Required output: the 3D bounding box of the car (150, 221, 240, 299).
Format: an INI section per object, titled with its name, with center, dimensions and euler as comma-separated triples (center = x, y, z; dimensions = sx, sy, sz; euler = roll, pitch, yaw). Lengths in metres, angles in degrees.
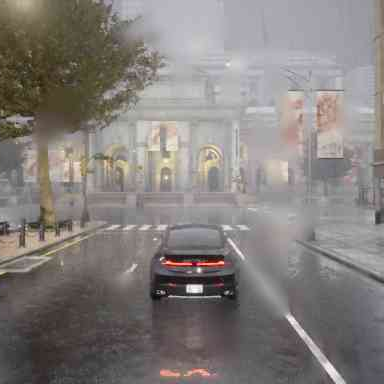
[car]
center = 0.064, 1.505, 8.449
dimensions = 1.837, 1.490, 4.892
euler = 0, 0, 0
